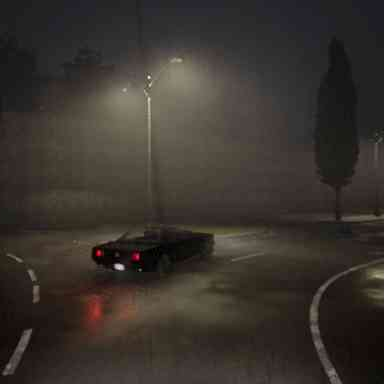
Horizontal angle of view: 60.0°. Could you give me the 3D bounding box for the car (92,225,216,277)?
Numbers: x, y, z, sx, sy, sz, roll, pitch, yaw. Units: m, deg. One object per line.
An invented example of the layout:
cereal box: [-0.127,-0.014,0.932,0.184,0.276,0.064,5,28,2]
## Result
car: [-0.921,1.738,10.903,1.895,1.301,4.718,-1,-1,27]
